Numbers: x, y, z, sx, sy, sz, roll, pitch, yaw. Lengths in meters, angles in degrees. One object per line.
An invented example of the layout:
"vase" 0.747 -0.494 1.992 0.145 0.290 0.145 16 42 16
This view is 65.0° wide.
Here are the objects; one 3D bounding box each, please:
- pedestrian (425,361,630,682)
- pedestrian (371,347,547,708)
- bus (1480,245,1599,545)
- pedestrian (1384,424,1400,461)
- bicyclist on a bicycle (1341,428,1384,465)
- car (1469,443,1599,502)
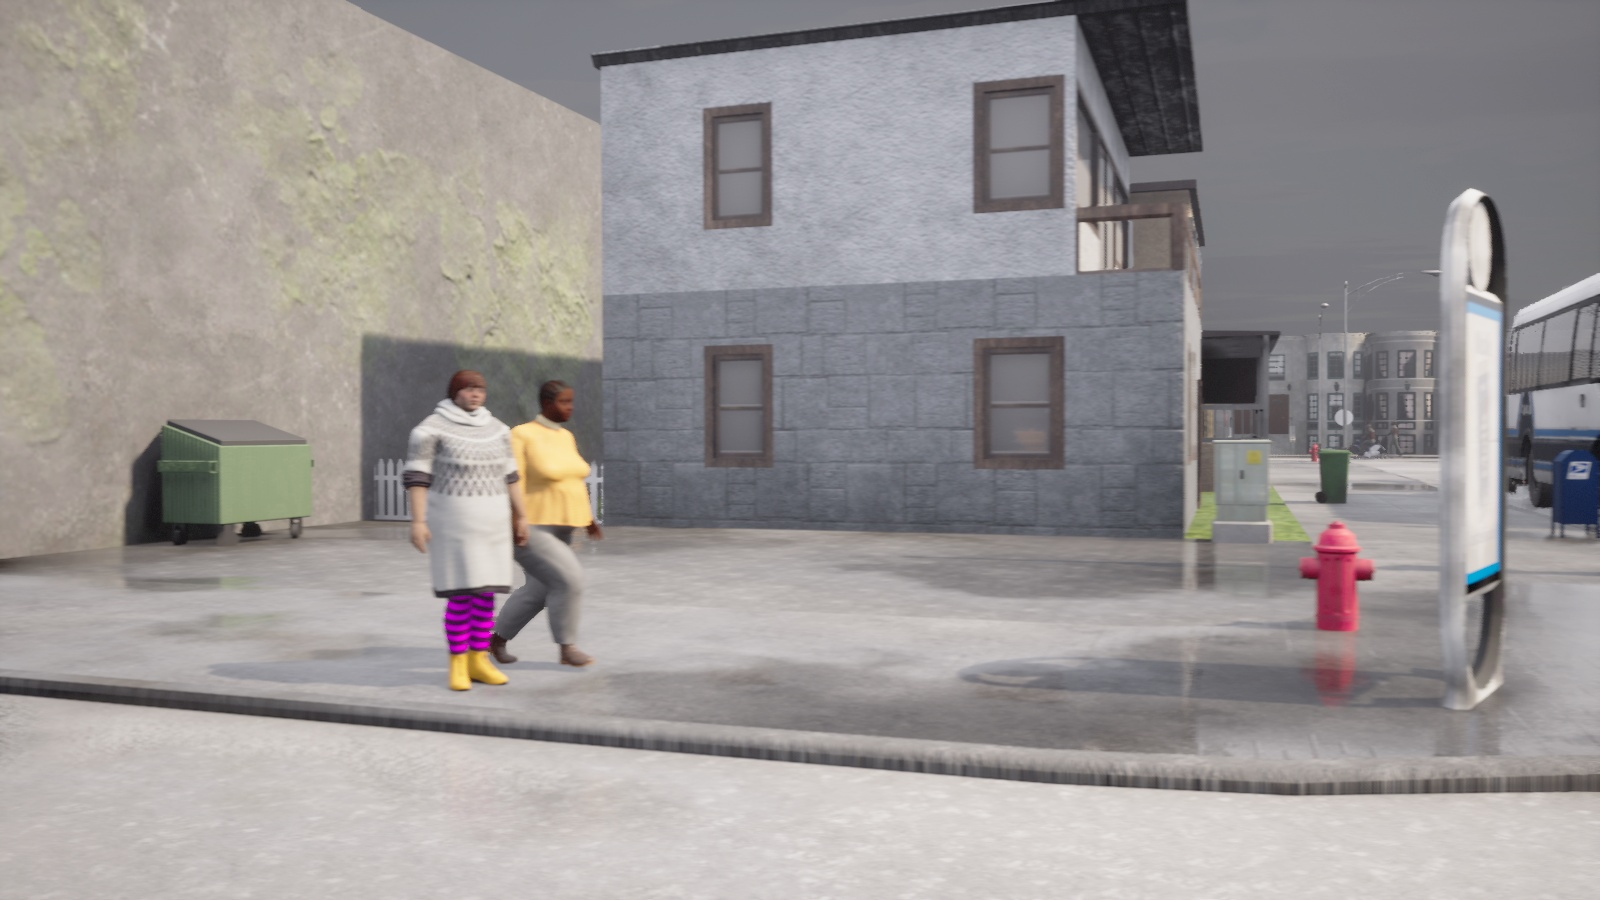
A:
"pedestrian" -1.685 0.406 7.838 0.900 1.855 0.874 1 1 25
"pedestrian" -1.997 0.413 7.323 0.659 1.952 0.873 -1 1 -43
"bus" 14.802 -0.834 21.603 3.944 4.253 10.273 1 1 20
"pedestrian" 31.348 -0.393 66.452 0.666 1.930 0.402 1 1 40
"bicyclist on a bicycle" 28.014 -0.183 62.528 1.843 1.776 0.659 1 3 43
"car" 18.085 0.504 31.162 1.895 1.301 4.718 1 1 19
